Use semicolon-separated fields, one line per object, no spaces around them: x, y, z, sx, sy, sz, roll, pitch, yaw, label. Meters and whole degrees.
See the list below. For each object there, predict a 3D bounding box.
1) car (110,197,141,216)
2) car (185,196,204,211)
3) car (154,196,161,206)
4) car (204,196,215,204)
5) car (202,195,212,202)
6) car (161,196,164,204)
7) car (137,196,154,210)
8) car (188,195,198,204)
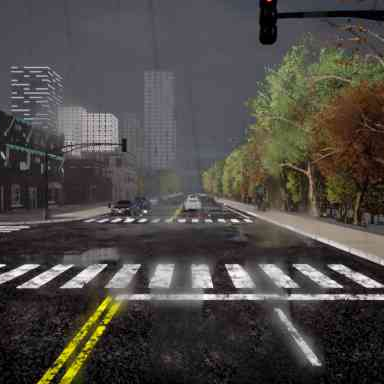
-6.561;1.516;32.564;1.812;1.442;4.674;0;0;0;car
0.142;1.512;39.845;1.812;1.442;4.674;0;0;0;car
-6.532;1.507;53.050;1.812;1.442;4.674;0;0;0;car
3.410;1.523;63.768;2.033;1.411;5.357;0;0;0;car
3.328;1.510;74.422;2.033;1.411;5.357;0;0;0;car
-6.484;1.468;63.493;2.128;1.511;4.902;0;0;1;car
-6.548;1.337;42.757;2.097;1.767;4.553;0;0;0;car
0.163;1.452;65.896;1.882;1.535;5.008;0;0;0;car
